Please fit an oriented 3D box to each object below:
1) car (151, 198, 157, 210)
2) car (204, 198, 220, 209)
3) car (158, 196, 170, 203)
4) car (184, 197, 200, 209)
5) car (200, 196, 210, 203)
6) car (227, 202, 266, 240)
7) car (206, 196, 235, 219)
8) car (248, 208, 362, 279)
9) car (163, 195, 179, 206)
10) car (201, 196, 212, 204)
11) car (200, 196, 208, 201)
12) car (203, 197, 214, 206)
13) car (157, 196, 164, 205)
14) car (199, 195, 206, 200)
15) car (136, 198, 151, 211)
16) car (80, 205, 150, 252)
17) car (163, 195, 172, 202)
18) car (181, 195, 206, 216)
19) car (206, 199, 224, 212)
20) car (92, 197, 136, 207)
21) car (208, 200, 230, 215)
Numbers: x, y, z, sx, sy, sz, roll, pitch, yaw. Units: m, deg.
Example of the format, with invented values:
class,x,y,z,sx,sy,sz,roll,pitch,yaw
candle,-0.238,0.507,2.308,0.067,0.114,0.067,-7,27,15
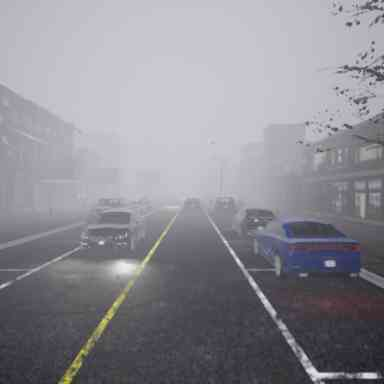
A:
class,x,y,z,sx,sy,sz,roll,pitch,yaw
car,-5.690,1.431,39.924,1.967,1.590,4.097,1,0,0
car,2.695,1.535,45.151,1.887,1.381,4.507,0,0,0
car,-5.821,1.543,69.234,2.008,1.369,4.403,1,0,0
car,0.057,1.482,47.099,2.128,1.511,4.902,0,0,0
car,2.812,1.559,72.154,1.947,1.339,4.313,0,0,0
car,3.142,1.499,17.026,1.837,1.490,4.892,0,0,0
car,2.694,1.307,28.859,2.192,1.841,5.009,0,0,0
car,3.138,1.474,10.026,1.882,1.535,5.008,0,0,0
car,-3.077,1.482,55.015,2.128,1.511,4.902,0,0,0
car,2.784,1.542,64.609,2.008,1.369,4.403,0,0,0
car,2.810,1.578,81.155,1.802,1.307,4.206,0,0,0
car,2.746,1.516,56.388,1.752,1.417,4.829,0,0,0
car,-5.764,1.516,57.999,1.752,1.417,4.829,1,0,0
car,2.807,1.544,90.157,1.887,1.381,4.507,0,0,0
car,-5.691,1.573,34.391,1.802,1.307,4.206,1,0,0
car,-3.103,1.500,13.837,1.837,1.490,4.892,0,0,0
car,-5.829,1.436,80.053,1.967,1.590,4.097,0,0,0
car,0.055,1.343,33.137,2.097,1.767,4.553,0,0,0
car,2.689,1.557,39.925,1.947,1.339,4.313,0,0,0
car,-5.686,1.308,23.325,2.192,1.841,5.009,1,0,0
car,2.690,1.557,34.391,1.947,1.339,4.313,0,0,0
